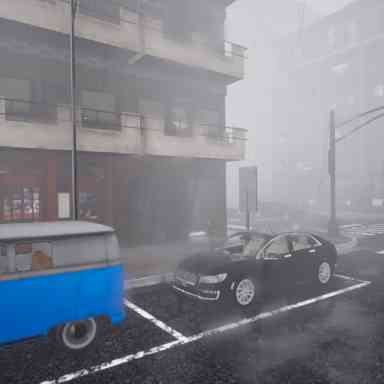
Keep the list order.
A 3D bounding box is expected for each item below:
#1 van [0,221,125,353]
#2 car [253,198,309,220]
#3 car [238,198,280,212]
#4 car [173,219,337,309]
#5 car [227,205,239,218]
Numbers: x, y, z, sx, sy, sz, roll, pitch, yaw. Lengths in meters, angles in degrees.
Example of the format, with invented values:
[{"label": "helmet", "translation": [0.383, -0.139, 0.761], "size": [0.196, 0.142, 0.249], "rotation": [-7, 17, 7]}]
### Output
[{"label": "van", "translation": [-2.917, 1.341, 4.496], "size": [3.998, 1.788, 1.690], "rotation": [0, -1, -36]}, {"label": "car", "translation": [7.006, 1.446, 26.681], "size": [1.837, 1.490, 4.892], "rotation": [-1, 1, -35]}, {"label": "car", "translation": [7.313, 1.357, 36.581], "size": [1.887, 1.381, 4.507], "rotation": [-1, 1, -35]}, {"label": "car", "translation": [1.623, 1.549, 7.739], "size": [4.403, 1.369, 2.008], "rotation": [0, -1, -36]}, {"label": "car", "translation": [2.151, 1.507, 28.916], "size": [1.887, 1.381, 4.507], "rotation": [-1, 1, -35]}]
